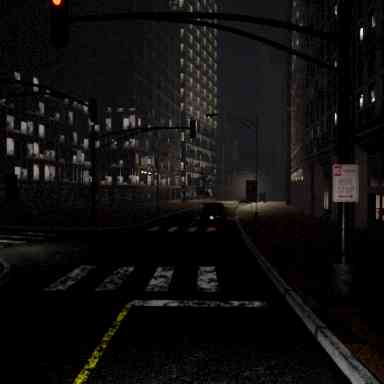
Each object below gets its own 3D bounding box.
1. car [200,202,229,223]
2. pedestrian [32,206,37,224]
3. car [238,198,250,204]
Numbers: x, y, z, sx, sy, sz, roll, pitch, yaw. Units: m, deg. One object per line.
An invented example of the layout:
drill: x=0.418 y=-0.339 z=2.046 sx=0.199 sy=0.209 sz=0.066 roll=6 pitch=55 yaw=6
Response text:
car: x=1.691 y=1.534 z=25.502 sx=1.837 sy=1.490 sz=4.892 roll=1 pitch=0 yaw=8
pedestrian: x=-9.376 y=1.345 z=19.873 sx=0.500 sy=1.100 sz=0.500 roll=0 pitch=0 yaw=17
car: x=10.896 y=1.865 z=68.989 sx=1.895 sy=1.301 sz=4.718 roll=0 pitch=0 yaw=18
